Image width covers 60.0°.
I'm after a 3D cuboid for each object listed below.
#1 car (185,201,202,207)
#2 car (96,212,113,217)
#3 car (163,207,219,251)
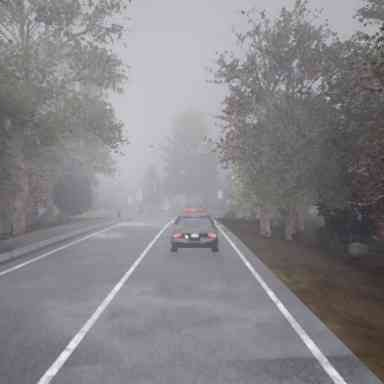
[{"bbox_3d":[0.160,1.819,32.267,2.097,1.767,4.553,0,-3,1],"label":"car"},{"bbox_3d":[-19.057,5.142,72.584,2.128,1.511,4.902,-1,-5,16],"label":"car"},{"bbox_3d":[0.094,1.559,14.005,2.033,1.411,5.357,0,0,0],"label":"car"}]
